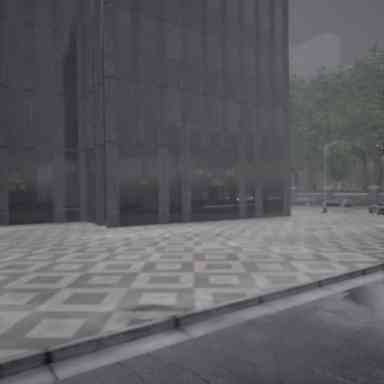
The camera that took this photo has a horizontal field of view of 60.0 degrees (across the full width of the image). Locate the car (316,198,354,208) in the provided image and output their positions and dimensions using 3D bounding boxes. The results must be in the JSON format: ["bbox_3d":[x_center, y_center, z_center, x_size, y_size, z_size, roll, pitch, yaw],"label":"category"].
[{"bbox_3d":[19.932,1.481,45.660,1.947,1.339,4.313,-1,1,-35],"label":"car"}]

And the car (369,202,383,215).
[{"bbox_3d":[19.262,1.639,31.822,1.947,1.339,4.313,-1,1,-35],"label":"car"}]

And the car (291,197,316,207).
[{"bbox_3d":[16.787,1.465,50.119,2.008,1.369,4.403,-1,1,-35],"label":"car"}]
